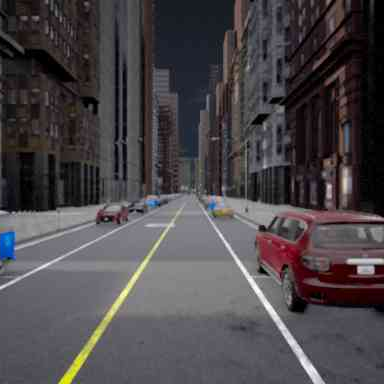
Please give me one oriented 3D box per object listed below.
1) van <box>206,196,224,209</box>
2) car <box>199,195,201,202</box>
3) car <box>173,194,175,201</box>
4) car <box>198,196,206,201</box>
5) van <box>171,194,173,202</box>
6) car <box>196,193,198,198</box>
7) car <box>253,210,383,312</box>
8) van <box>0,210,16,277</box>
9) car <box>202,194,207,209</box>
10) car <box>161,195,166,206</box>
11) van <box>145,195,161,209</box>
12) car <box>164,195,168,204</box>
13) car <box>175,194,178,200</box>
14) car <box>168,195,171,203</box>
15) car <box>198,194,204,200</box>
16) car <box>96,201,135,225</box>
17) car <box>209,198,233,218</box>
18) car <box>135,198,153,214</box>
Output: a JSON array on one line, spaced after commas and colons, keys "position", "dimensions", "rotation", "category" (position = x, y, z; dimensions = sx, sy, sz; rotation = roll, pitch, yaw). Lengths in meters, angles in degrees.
[{"position": [2.763, 1.398, 35.851], "dimensions": [1.690, 1.788, 3.998], "rotation": [0, 0, 0], "category": "van"}, {"position": [2.765, 1.651, 58.396], "dimensions": [2.008, 1.369, 4.403], "rotation": [0, 0, 0], "category": "car"}, {"position": [-5.758, 1.585, 80.933], "dimensions": [1.967, 1.590, 4.097], "rotation": [0, 0, 0], "category": "car"}, {"position": [2.768, 1.733, 92.214], "dimensions": [1.947, 1.339, 4.313], "rotation": [0, 0, 0], "category": "car"}, {"position": [-5.759, 1.475, 75.297], "dimensions": [1.690, 1.788, 3.998], "rotation": [0, 0, 0], "category": "van"}, {"position": [2.767, 1.460, 80.942], "dimensions": [2.192, 1.841, 5.009], "rotation": [0, 0, 0], "category": "car"}, {"position": [2.761, 1.325, 7.670], "dimensions": [2.192, 1.841, 5.009], "rotation": [0, 0, 0], "category": "car"}, {"position": [-5.764, 1.352, 7.655], "dimensions": [1.690, 1.788, 3.998], "rotation": [0, 0, 0], "category": "van"}, {"position": [2.764, 1.519, 47.124], "dimensions": [1.967, 1.590, 4.097], "rotation": [0, 0, 0], "category": "car"}, {"position": [-5.760, 1.656, 52.749], "dimensions": [1.947, 1.339, 4.313], "rotation": [0, 0, 0], "category": "car"}, {"position": [-5.761, 1.420, 47.113], "dimensions": [1.690, 1.788, 3.998], "rotation": [0, 0, 0], "category": "van"}, {"position": [-5.759, 1.667, 58.386], "dimensions": [1.947, 1.339, 4.313], "rotation": [0, 0, 0], "category": "car"}, {"position": [-5.757, 1.608, 92.207], "dimensions": [1.967, 1.590, 4.097], "rotation": [0, 0, 0], "category": "car"}, {"position": [-5.760, 1.427, 64.023], "dimensions": [2.192, 1.841, 5.009], "rotation": [0, 0, 0], "category": "car"}, {"position": [2.766, 1.563, 69.668], "dimensions": [1.967, 1.590, 4.097], "rotation": [0, 0, 0], "category": "car"}, {"position": [-5.762, 1.581, 24.566], "dimensions": [1.887, 1.381, 4.507], "rotation": [0, 0, 0], "category": "car"}, {"position": [2.763, 1.572, 30.385], "dimensions": [1.752, 1.417, 4.829], "rotation": [0, 0, 0], "category": "car"}, {"position": [-5.761, 1.623, 35.839], "dimensions": [1.947, 1.339, 4.313], "rotation": [0, 0, 0], "category": "car"}]
